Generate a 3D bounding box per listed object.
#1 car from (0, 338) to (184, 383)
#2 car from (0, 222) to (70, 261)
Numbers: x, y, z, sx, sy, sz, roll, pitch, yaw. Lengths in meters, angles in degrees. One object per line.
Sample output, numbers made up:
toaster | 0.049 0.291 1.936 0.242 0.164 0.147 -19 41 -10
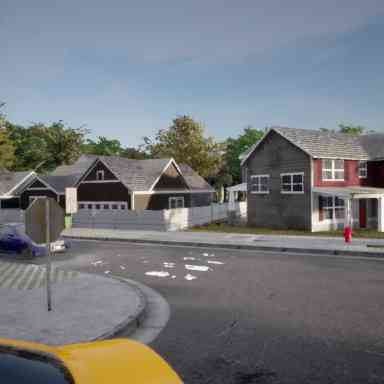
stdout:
car | -2.279 1.480 1.039 5.008 1.535 1.882 0 0 -25
car | -7.627 2.124 15.032 4.674 1.442 1.812 -2 0 30
